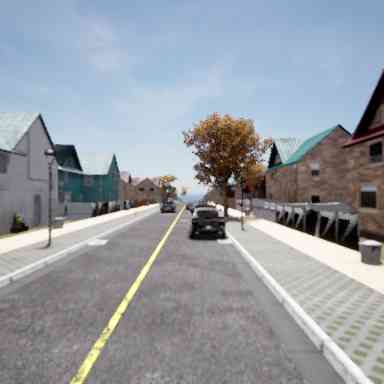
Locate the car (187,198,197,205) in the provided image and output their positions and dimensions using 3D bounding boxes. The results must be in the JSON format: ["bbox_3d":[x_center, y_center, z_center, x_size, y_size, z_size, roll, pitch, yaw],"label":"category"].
[{"bbox_3d":[-0.043,2.082,71.746,1.994,1.385,4.181,0,-1,0],"label":"car"}]

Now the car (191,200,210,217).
[{"bbox_3d":[0.804,1.702,35.022,1.801,1.575,5.366,0,0,0],"label":"car"}]

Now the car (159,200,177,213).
[{"bbox_3d":[-2.861,1.797,40.648,1.837,1.490,4.892,0,-1,0],"label":"car"}]

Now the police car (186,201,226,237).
[{"bbox_3d":[0.814,1.551,18.942,1.930,1.638,5.238,0,0,0],"label":"police car"}]

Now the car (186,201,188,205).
[{"bbox_3d":[-0.031,1.975,52.061,2.033,1.411,5.357,0,-1,0],"label":"car"}]

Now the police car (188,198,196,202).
[{"bbox_3d":[0.808,1.626,28.942,1.930,1.638,5.238,0,0,0],"label":"police car"}]
